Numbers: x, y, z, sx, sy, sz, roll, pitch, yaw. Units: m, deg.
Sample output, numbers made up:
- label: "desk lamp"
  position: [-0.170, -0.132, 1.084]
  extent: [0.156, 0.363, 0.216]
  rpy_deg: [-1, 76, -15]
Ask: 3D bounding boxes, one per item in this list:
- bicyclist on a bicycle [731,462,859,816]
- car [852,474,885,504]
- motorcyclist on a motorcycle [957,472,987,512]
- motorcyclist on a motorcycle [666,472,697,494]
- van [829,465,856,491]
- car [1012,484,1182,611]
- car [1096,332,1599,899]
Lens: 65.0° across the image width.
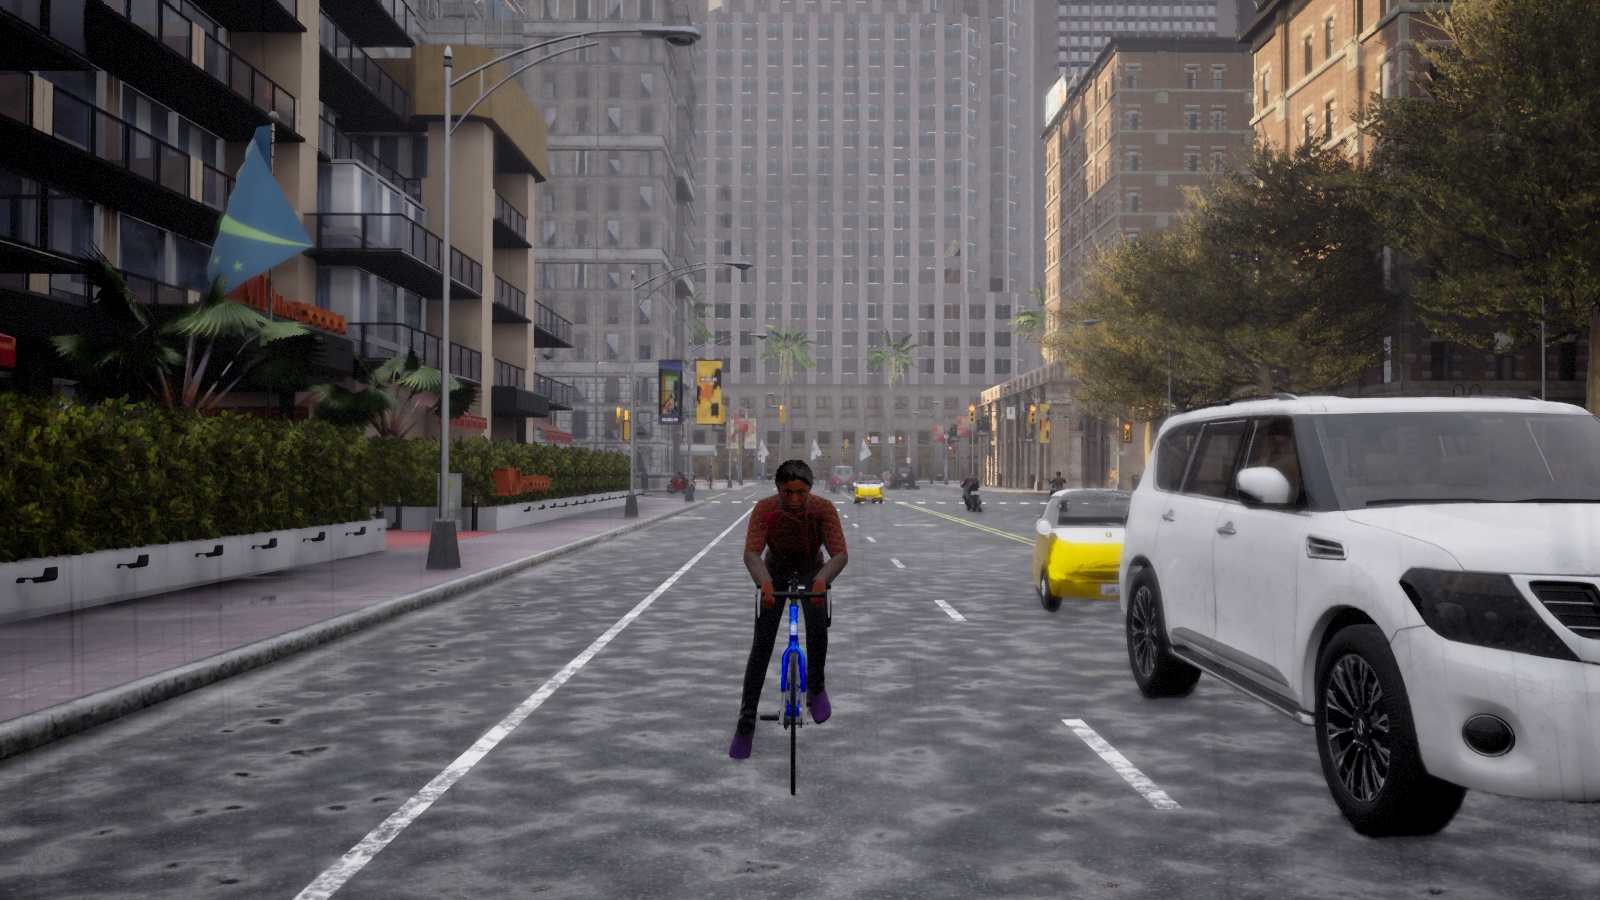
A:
- label: "bicyclist on a bicycle"
  position: [-0.026, 0.878, 6.609]
  extent: [0.582, 1.620, 1.656]
  rpy_deg: [0, -1, 0]
- label: "car"
  position: [3.282, 1.867, 60.329]
  extent: [1.481, 1.376, 2.207]
  rpy_deg: [0, -1, 0]
- label: "motorcyclist on a motorcycle"
  position: [6.820, 1.657, 49.830]
  extent: [0.866, 1.530, 2.191]
  rpy_deg: [0, -1, 0]
- label: "motorcyclist on a motorcycle"
  position: [-8.206, 2.286, 86.958]
  extent: [2.044, 1.523, 0.797]
  rpy_deg: [0, -1, -22]
- label: "van"
  position: [3.304, 2.200, 98.260]
  extent: [1.775, 1.987, 4.442]
  rpy_deg: [0, -1, -3]
- label: "car"
  position: [3.445, 1.105, 14.898]
  extent: [1.481, 1.376, 2.207]
  rpy_deg: [0, -1, 0]
- label: "car"
  position: [3.470, 0.642, 7.276]
  extent: [2.150, 2.045, 5.566]
  rpy_deg: [0, -1, 0]
